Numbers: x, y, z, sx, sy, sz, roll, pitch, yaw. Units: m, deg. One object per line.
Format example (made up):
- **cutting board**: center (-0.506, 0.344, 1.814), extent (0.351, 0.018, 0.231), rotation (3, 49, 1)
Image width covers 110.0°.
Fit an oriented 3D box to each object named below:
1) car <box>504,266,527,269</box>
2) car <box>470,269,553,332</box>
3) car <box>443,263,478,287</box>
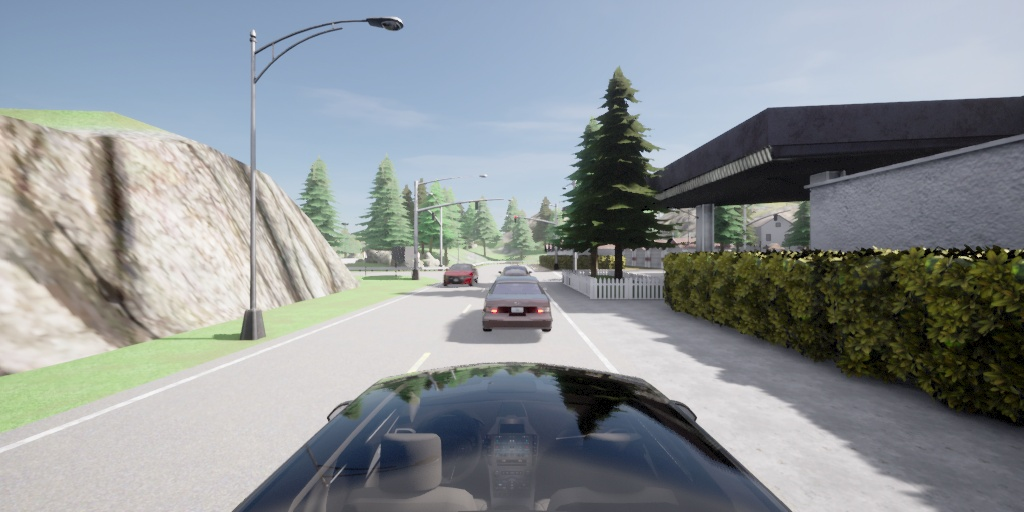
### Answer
- **car**: center (0.187, 1.276, 20.411), extent (1.812, 1.442, 4.674), rotation (0, 0, 0)
- **car**: center (0.139, 1.297, 10.825), extent (2.033, 1.411, 5.357), rotation (0, 0, 0)
- **car**: center (-3.401, 1.228, 24.423), extent (1.882, 1.535, 5.008), rotation (0, 0, 1)
